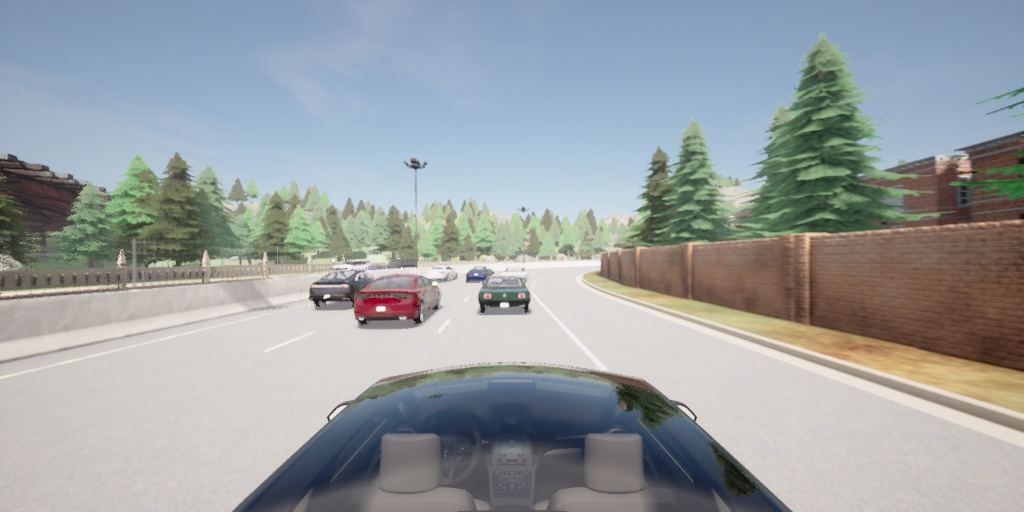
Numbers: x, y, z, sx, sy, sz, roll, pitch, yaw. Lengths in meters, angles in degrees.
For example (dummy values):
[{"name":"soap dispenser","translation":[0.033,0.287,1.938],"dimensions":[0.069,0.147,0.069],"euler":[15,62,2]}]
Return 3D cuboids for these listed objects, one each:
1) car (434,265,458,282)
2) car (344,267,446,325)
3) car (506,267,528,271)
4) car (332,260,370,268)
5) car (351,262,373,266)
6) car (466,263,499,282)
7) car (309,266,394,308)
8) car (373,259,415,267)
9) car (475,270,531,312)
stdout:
[{"name":"car","translation":[-6.335,1.574,32.810],"dimensions":[1.812,1.442,4.674],"euler":[-1,0,8]},{"name":"car","translation":[-3.755,1.345,12.533],"dimensions":[1.882,1.535,5.008],"euler":[-1,0,-2]},{"name":"car","translation":[0.376,1.570,30.515],"dimensions":[1.895,1.301,4.718],"euler":[-1,0,7]},{"name":"car","translation":[-18.955,1.464,42.682],"dimensions":[2.150,2.045,5.566],"euler":[-1,-1,13]},{"name":"car","translation":[-15.756,1.722,40.818],"dimensions":[1.812,1.442,4.674],"euler":[-1,-1,12]},{"name":"car","translation":[-2.794,1.579,32.735],"dimensions":[1.994,1.385,4.181],"euler":[-1,0,8]},{"name":"car","translation":[-7.333,1.423,16.530],"dimensions":[2.128,1.511,4.902],"euler":[-1,0,-1]},{"name":"car","translation":[-12.479,1.381,39.553],"dimensions":[2.150,2.045,5.566],"euler":[-1,-1,12]},{"name":"car","translation":[-0.309,1.455,14.817],"dimensions":[1.895,1.301,4.718],"euler":[-1,0,-1]}]
